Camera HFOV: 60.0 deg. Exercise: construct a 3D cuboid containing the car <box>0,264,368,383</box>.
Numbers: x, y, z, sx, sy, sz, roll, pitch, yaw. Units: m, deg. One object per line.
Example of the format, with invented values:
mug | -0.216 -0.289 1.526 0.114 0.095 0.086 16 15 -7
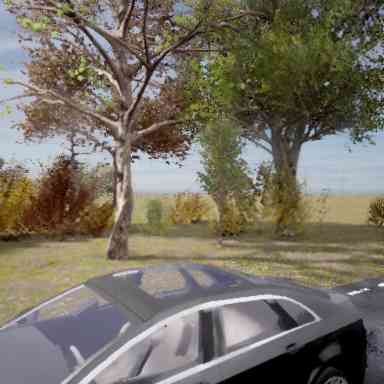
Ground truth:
car | -0.442 1.500 2.828 4.902 1.511 2.128 1 0 -35
